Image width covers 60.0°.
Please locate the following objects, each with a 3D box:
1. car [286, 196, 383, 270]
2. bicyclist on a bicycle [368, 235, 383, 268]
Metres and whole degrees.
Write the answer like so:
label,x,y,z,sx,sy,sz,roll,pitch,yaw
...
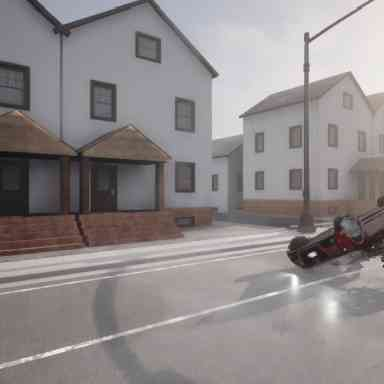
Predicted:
label,x,y,z,sx,sy,sz,roll,pitch,yaw
car,4.793,1.451,10.011,4.181,1.385,1.994,-14,-18,-38
bicyclist on a bicycle,5.466,1.499,8.412,1.620,0.582,1.656,-27,33,13
